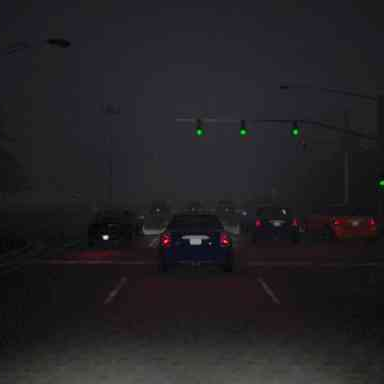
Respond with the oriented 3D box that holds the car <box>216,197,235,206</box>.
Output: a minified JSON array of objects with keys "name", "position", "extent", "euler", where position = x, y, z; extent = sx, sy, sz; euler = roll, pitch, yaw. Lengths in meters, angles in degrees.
[{"name":"car","position":[3.599,1.574,36.669],"extent":[1.837,1.490,4.892],"euler":[0,0,0]}]

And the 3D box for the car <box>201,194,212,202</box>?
[{"name":"car","position":[3.495,1.668,72.790],"extent":[2.033,1.411,5.357],"euler":[0,0,0]}]

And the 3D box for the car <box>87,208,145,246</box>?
[{"name":"car","position":[-3.402,1.534,15.527],"extent":[1.837,1.490,4.892],"euler":[0,0,0]}]

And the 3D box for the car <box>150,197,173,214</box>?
[{"name":"car","position":[-3.403,1.572,35.941],"extent":[1.837,1.490,4.892],"euler":[0,0,0]}]

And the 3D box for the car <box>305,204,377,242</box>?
[{"name":"car","position":[7.099,1.384,16.563],"extent":[2.097,1.767,4.553],"euler":[0,0,0]}]

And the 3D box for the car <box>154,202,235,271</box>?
[{"name":"car","position":[0.098,1.372,11.079],"extent":[2.097,1.767,4.553],"euler":[0,0,0]}]

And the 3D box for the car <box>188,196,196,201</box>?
[{"name":"car","position":[-0.006,1.583,83.240],"extent":[1.895,1.301,4.718],"euler":[0,0,0]}]

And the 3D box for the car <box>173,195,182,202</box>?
[{"name":"car","position":[-3.505,1.606,72.789],"extent":[1.882,1.535,5.008],"euler":[0,0,0]}]

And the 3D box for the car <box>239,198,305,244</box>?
[{"name":"car","position":[3.599,1.384,16.202],"extent":[2.097,1.767,4.553],"euler":[0,0,0]}]

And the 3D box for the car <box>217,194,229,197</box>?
[{"name":"car","position":[6.995,1.353,72.820],"extent":[2.150,2.045,5.566],"euler":[0,0,0]}]

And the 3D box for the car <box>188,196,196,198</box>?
[{"name":"car","position":[-0.005,1.654,73.206],"extent":[1.812,1.442,4.674],"euler":[0,0,0]}]

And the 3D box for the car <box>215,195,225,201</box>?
[{"name":"car","position":[6.994,1.466,83.210],"extent":[1.882,1.535,5.008],"euler":[0,0,0]}]

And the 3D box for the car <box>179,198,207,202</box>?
[{"name":"car","position":[0.097,1.607,31.674],"extent":[2.033,1.411,5.357],"euler":[0,0,0]}]

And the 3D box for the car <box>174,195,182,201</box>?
[{"name":"car","position":[-3.506,1.541,83.209],"extent":[1.994,1.385,4.181],"euler":[0,0,0]}]
